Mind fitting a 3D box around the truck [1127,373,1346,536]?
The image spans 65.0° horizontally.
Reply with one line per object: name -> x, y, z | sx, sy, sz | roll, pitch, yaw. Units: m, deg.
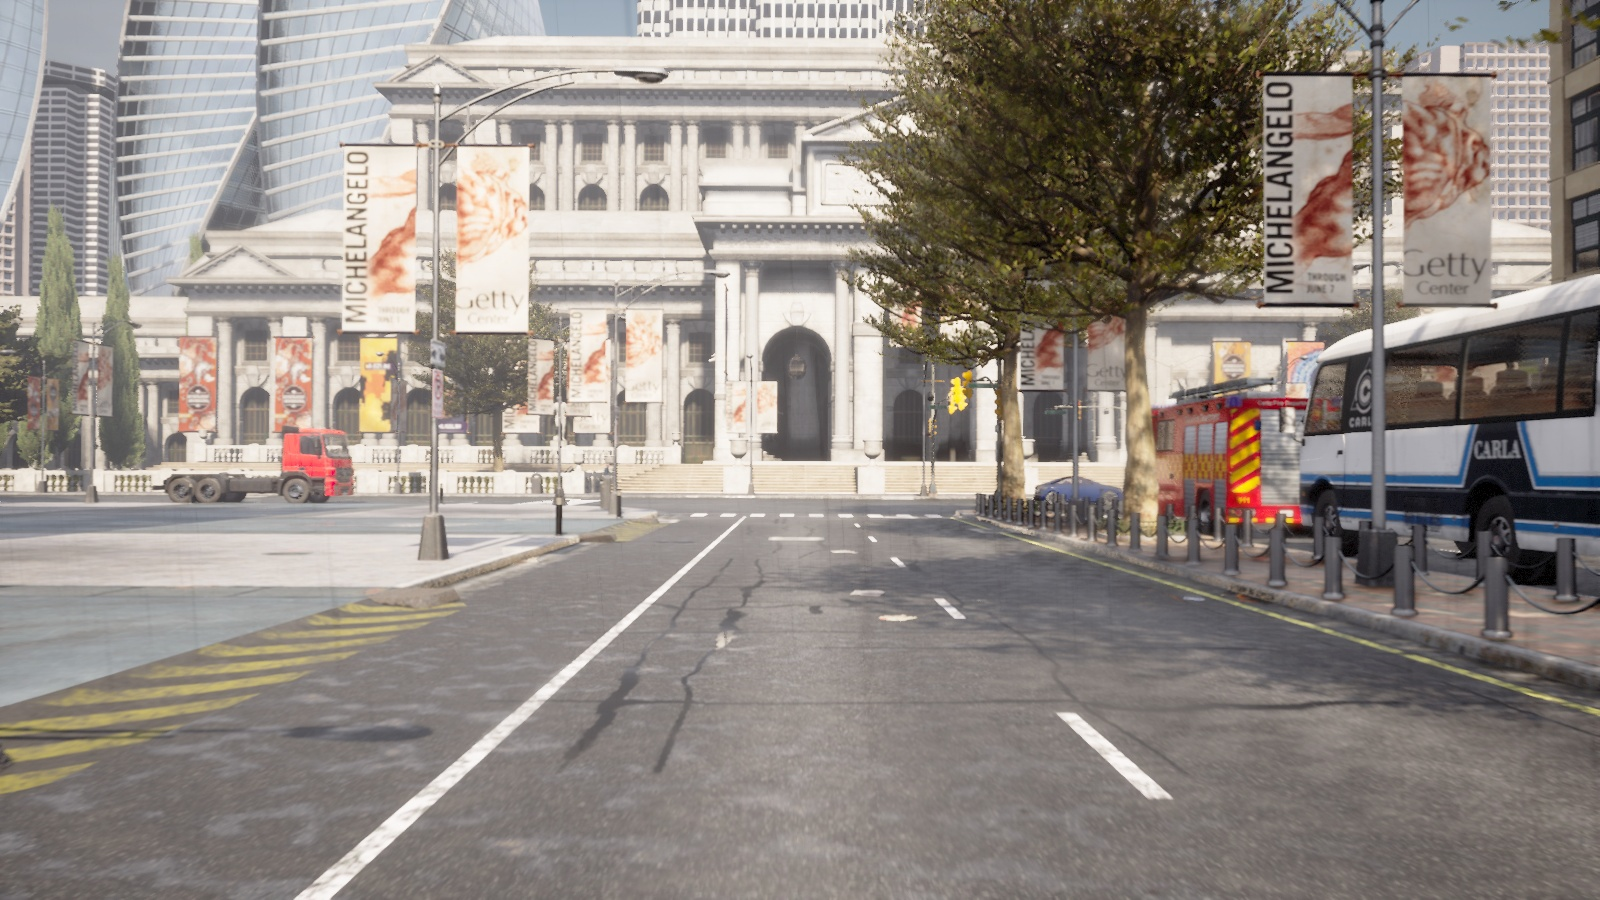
truck -> 11.367, 0.170, 33.774 | 2.891, 3.827, 8.468 | 0, -1, 0

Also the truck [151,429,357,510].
truck -> -24.219, 0.867, 56.003 | 7.936, 3.462, 2.891 | 0, -1, 0

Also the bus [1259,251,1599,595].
bus -> 11.444, -0.261, 20.691 | 3.944, 4.253, 10.273 | 0, -1, 0

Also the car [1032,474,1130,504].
car -> 13.278, 1.820, 59.435 | 4.181, 1.385, 1.994 | 0, -1, 0
